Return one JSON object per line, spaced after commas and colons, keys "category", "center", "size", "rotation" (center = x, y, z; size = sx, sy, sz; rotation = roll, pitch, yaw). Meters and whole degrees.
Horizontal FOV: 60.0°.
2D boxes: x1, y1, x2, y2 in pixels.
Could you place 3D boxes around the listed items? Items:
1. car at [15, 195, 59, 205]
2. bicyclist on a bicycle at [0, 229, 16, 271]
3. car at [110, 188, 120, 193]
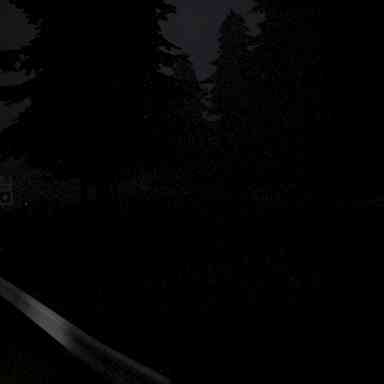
{"category": "car", "center": [-14.554, 0.983, 31.331], "size": [2.033, 1.411, 5.357], "rotation": [-4, 2, 9]}
{"category": "bicyclist on a bicycle", "center": [-4.509, 1.327, 7.377], "size": [0.582, 1.620, 1.656], "rotation": [0, 0, 34]}
{"category": "car", "center": [-13.924, 0.058, 56.215], "size": [2.097, 1.767, 4.553], "rotation": [-4, 2, 12]}
